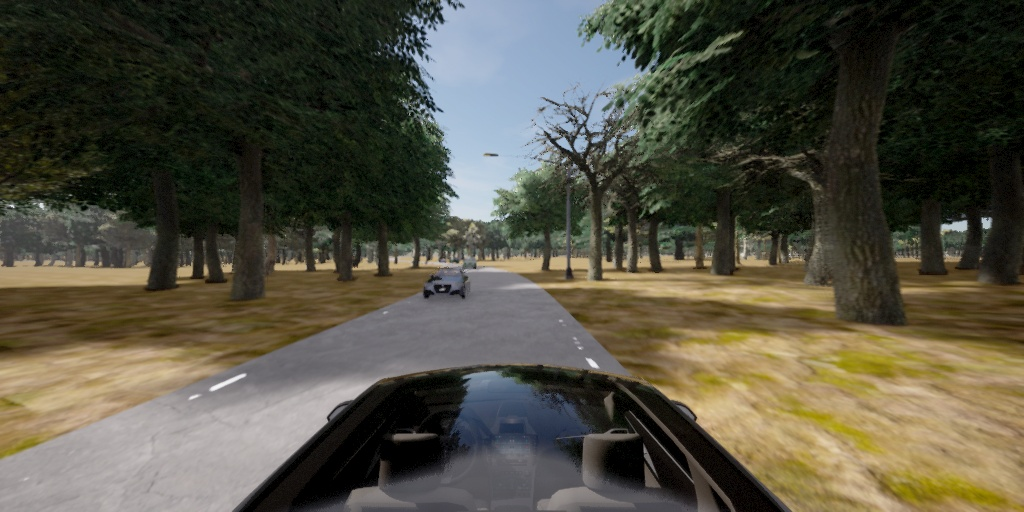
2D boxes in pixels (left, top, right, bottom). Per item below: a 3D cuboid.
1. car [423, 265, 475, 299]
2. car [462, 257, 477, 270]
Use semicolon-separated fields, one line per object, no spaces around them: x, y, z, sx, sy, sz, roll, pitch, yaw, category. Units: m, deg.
-3.188;1.338;18.292;1.994;1.385;4.181;0;0;-1;car
-7.111;1.245;60.167;2.150;2.045;5.566;0;0;-9;car
